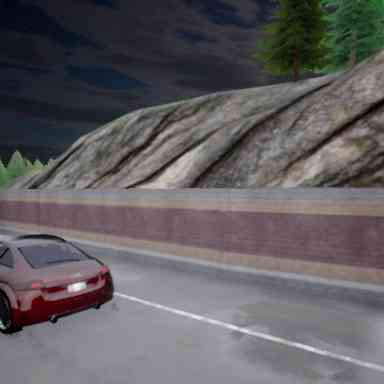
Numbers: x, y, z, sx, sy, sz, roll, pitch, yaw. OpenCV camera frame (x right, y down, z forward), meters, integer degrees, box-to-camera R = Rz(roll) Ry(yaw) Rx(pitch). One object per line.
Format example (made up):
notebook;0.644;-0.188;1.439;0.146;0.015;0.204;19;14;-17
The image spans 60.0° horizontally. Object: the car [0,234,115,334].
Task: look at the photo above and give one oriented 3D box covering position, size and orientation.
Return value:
car;-3.508;1.574;6.876;4.181;1.385;1.994;0;0;39
